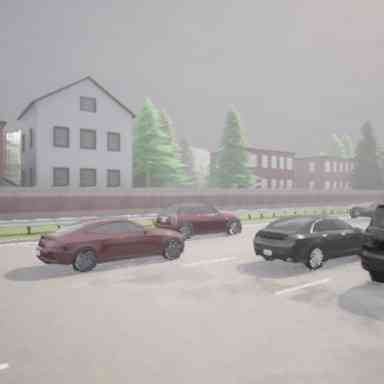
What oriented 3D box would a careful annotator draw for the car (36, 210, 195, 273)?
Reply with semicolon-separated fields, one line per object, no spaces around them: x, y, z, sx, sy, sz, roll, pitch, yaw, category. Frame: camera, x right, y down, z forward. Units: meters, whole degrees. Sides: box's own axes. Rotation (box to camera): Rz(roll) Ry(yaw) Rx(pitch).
-2.407;1.525;10.638;4.674;1.442;1.812;0;0;-36;car

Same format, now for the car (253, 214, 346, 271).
4.163;1.502;11.022;4.892;1.490;1.837;0;0;-35;car

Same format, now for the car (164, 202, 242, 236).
0.407;1.349;16.941;4.553;1.767;2.097;0;0;-35;car

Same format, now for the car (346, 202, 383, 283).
6.494;1.219;8.384;5.566;2.045;2.150;0;0;-36;car

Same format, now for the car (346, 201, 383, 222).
14.716;1.519;27.171;4.674;1.442;1.812;0;0;-36;car
